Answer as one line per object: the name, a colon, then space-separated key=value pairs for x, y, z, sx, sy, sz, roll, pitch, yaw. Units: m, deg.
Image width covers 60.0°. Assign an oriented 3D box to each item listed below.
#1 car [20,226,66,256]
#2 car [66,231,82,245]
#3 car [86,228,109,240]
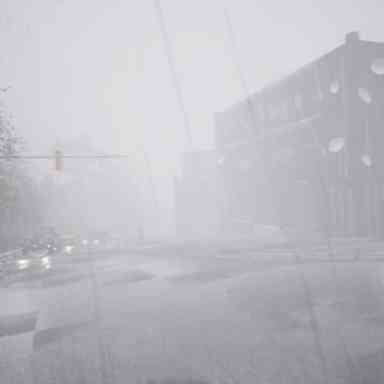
car: x=-11.912 y=3.810 z=26.624 sx=2.150 sy=2.045 sz=5.566 roll=-3 pitch=-5 yaw=-13
car: x=-13.534 y=5.002 z=36.516 sx=1.882 sy=1.535 sz=5.008 roll=-3 pitch=-5 yaw=-5
car: x=-13.606 y=6.003 z=48.108 sx=1.882 sy=1.535 sz=5.008 roll=-2 pitch=-5 yaw=5
